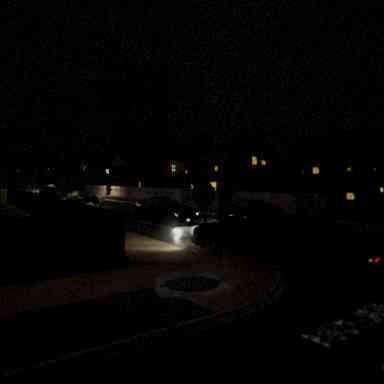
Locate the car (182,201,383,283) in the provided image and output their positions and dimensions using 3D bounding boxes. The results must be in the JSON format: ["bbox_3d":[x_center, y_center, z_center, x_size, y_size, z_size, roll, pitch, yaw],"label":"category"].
[{"bbox_3d":[2.531,1.323,9.367,5.357,1.411,2.033,6,6,37],"label":"car"}]

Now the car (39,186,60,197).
[{"bbox_3d":[-19.546,-0.012,45.521,1.882,1.535,5.008,-1,2,-35],"label":"car"}]

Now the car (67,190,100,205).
[{"bbox_3d":[-10.799,0.519,32.762,2.033,1.411,5.357,-1,2,-35],"label":"car"}]

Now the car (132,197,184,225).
[{"bbox_3d":[-1.700,1.003,19.643,2.033,1.411,5.357,-1,2,-35],"label":"car"}]

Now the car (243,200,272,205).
[{"bbox_3d":[3.066,1.122,17.772,1.994,1.385,4.181,-1,2,-36],"label":"car"}]
